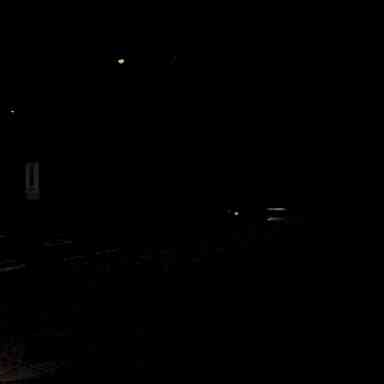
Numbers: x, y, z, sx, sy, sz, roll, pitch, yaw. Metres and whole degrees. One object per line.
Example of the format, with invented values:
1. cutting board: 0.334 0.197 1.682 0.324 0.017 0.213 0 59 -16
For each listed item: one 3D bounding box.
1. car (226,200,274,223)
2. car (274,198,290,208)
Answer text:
1. car: 4.360 1.544 25.584 1.994 1.385 4.181 -1 0 35
2. car: 13.087 1.613 49.102 1.812 1.442 4.674 -1 -1 35
